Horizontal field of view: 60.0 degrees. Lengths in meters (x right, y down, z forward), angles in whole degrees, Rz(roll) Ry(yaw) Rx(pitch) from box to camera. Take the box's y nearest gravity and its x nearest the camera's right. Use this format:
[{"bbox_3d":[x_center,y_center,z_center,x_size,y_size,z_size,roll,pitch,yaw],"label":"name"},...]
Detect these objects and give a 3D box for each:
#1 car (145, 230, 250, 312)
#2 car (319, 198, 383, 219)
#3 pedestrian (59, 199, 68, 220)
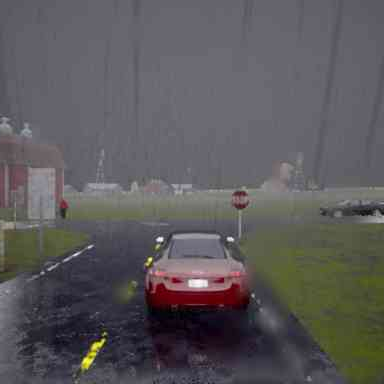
[{"bbox_3d":[0.087,1.561,7.799,1.994,1.385,4.181,0,0,-1],"label":"car"},{"bbox_3d":[12.571,1.245,26.164,5.008,1.535,1.882,-1,0,-4],"label":"car"},{"bbox_3d":[-11.273,1.476,29.143,0.375,1.860,0.375,0,0,4],"label":"pedestrian"}]
